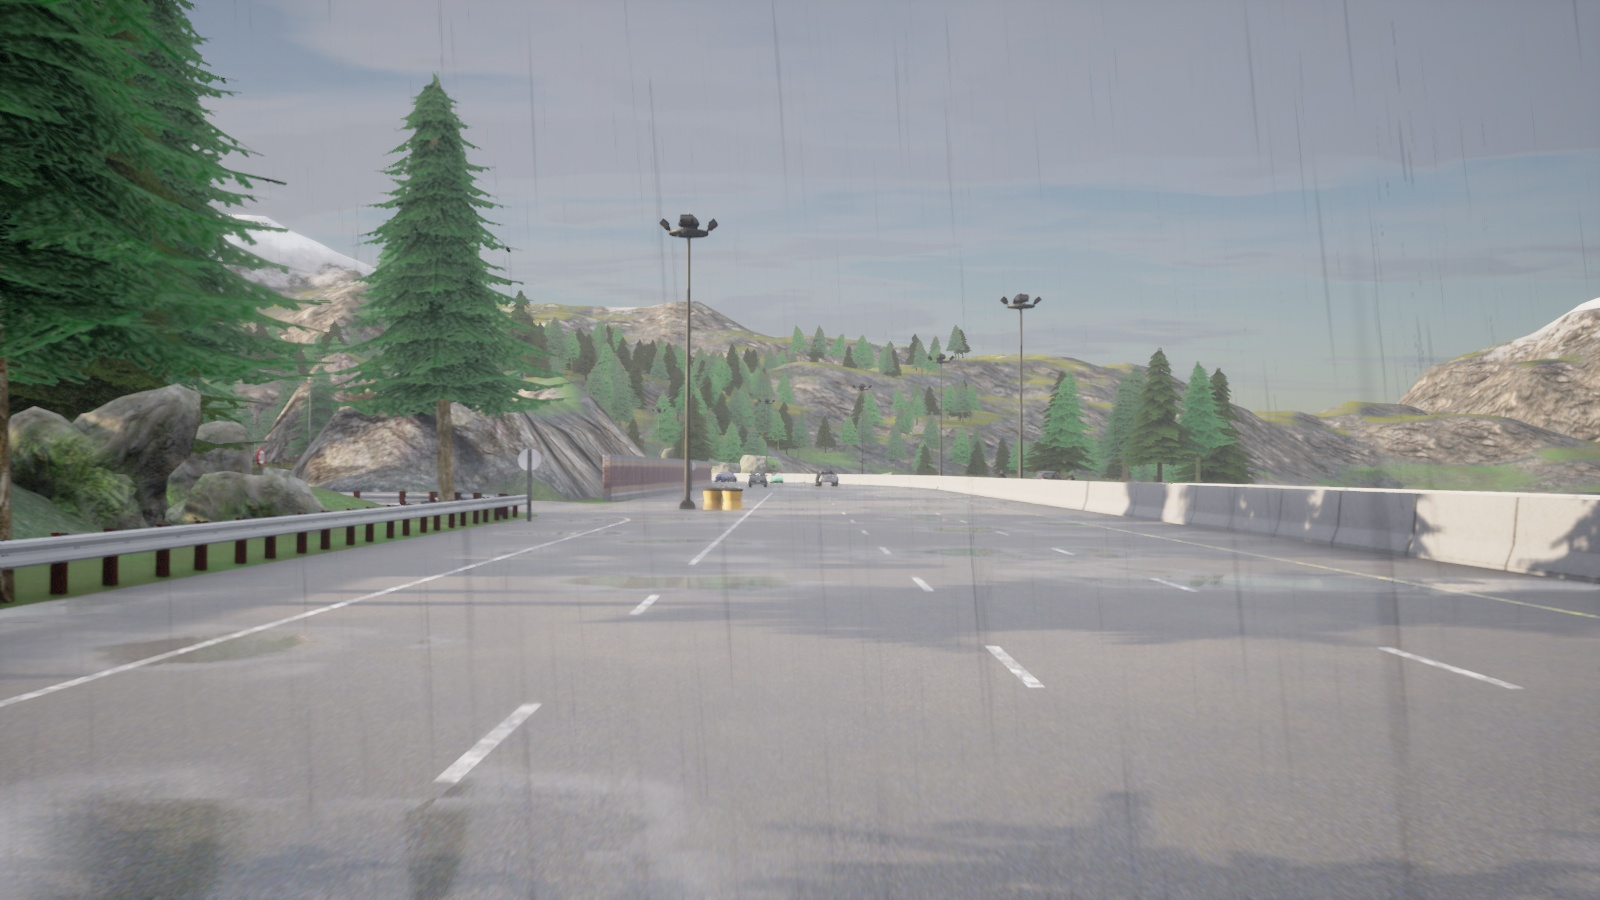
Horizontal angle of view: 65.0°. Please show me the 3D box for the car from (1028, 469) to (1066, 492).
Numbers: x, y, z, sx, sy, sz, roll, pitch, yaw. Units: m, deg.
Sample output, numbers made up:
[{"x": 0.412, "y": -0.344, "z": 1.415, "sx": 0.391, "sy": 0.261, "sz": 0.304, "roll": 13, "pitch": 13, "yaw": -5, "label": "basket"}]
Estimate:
[{"x": 17.293, "y": 2.117, "z": 88.017, "sx": 1.851, "sy": 1.617, "sz": 3.988, "roll": 0, "pitch": -1, "yaw": 0, "label": "car"}]
